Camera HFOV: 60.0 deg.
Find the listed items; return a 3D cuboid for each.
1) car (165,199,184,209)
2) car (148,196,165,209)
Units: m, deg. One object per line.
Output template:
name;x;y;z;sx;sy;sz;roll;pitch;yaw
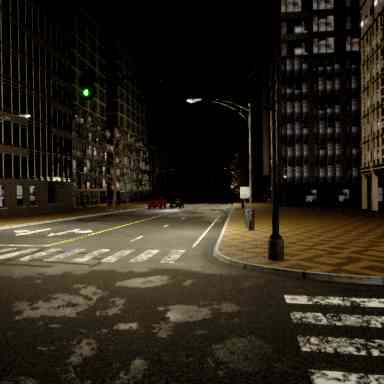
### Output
car;-2.492;1.983;54.950;2.128;1.511;4.902;-1;-1;8
car;-5.718;1.753;55.370;2.150;2.045;5.566;-1;-1;8
